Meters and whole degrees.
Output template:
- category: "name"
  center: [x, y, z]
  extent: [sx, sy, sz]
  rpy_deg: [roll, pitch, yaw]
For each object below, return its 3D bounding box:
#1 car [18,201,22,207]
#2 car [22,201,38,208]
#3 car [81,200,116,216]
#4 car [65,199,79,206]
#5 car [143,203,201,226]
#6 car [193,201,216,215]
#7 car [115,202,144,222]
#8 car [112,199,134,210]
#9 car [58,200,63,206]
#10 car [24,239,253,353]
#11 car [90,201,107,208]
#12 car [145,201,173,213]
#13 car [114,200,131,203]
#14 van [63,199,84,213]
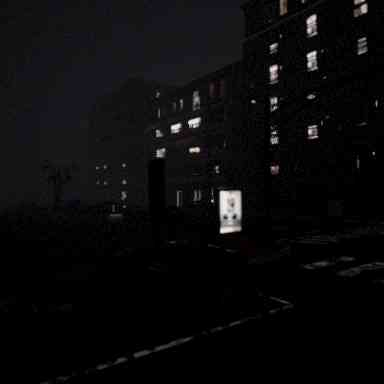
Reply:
- category: "car"
  center: [-40.727, 2.789, 80.124]
  extent: [1.887, 1.381, 4.507]
  rpy_deg: [-2, 0, -36]
- category: "car"
  center: [-34.196, 2.630, 71.101]
  extent: [2.008, 1.369, 4.403]
  rpy_deg: [-2, 0, -36]
- category: "car"
  center: [-10.991, 2.042, 38.896]
  extent: [1.887, 1.381, 4.507]
  rpy_deg: [-2, 0, -36]
- category: "car"
  center: [-27.411, 2.410, 76.014]
  extent: [1.967, 1.590, 4.097]
  rpy_deg: [-2, 0, -36]
- category: "car"
  center: [-1.648, 1.815, 25.909]
  extent: [2.008, 1.369, 4.403]
  rpy_deg: [-2, 0, -36]
- category: "car"
  center: [0.770, 1.706, 37.297]
  extent: [1.967, 1.590, 4.097]
  rpy_deg: [-2, 0, -36]
- category: "car"
  center: [-4.913, 1.896, 30.421]
  extent: [2.008, 1.369, 4.403]
  rpy_deg: [-2, 0, -36]
- category: "car"
  center: [-11.081, 2.001, 53.459]
  extent: [1.967, 1.590, 4.097]
  rpy_deg: [-2, 0, -36]
- category: "car"
  center: [-30.673, 2.618, 80.525]
  extent: [1.947, 1.339, 4.313]
  rpy_deg: [-2, 0, -36]
- category: "car"
  center: [-0.707, 1.567, 6.062]
  extent: [4.206, 1.307, 1.802]
  rpy_deg: [0, 0, -35]
- category: "car"
  center: [-17.611, 2.306, 62.480]
  extent: [1.802, 1.307, 4.206]
  rpy_deg: [-2, 0, -36]
- category: "car"
  center: [-4.487, 1.978, 44.481]
  extent: [1.802, 1.307, 4.206]
  rpy_deg: [-2, 0, -36]
- category: "car"
  center: [-9.914, 1.842, 42.010]
  extent: [2.097, 1.767, 4.553]
  rpy_deg: [-1, 0, -36]
- category: "van"
  center: [-15.912, 1.962, 45.782]
  extent: [1.690, 1.788, 3.998]
  rpy_deg: [-2, 0, -36]
